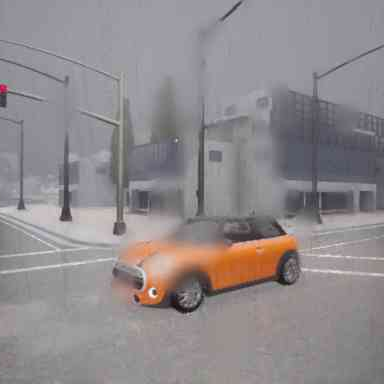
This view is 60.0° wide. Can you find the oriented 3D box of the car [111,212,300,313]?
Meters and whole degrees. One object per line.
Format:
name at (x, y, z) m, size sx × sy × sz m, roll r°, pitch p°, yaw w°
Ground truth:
car at (0.470, 1.351, 7.787) m, size 4.553 × 1.767 × 2.097 m, roll 0°, pitch 0°, yaw -37°
